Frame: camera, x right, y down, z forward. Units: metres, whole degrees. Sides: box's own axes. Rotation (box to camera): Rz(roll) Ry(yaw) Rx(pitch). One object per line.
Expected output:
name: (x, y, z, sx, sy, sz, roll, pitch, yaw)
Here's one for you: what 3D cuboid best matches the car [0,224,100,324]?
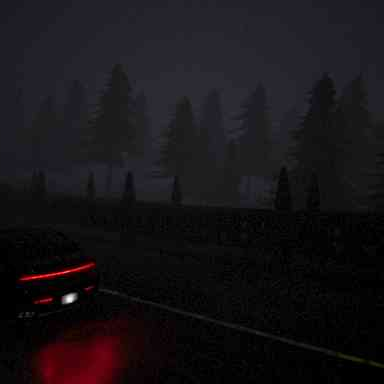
car: (-3.952, 1.414, 6.808, 4.892, 1.490, 1.837, 2, 1, 35)
